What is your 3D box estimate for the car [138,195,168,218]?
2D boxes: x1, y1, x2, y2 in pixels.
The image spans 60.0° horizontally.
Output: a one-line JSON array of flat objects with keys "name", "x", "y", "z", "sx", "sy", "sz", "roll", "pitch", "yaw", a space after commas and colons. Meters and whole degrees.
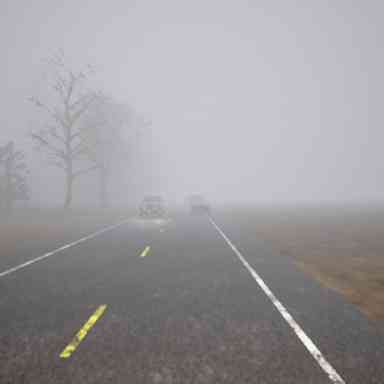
[{"name": "car", "x": -3.797, "y": 1.353, "z": 32.193, "sx": 2.150, "sy": 2.045, "sz": 5.566, "roll": 0, "pitch": 0, "yaw": -1}]

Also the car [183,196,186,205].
[{"name": "car", "x": -0.848, "y": 1.627, "z": 68.708, "sx": 2.097, "sy": 1.767, "sz": 4.553, "roll": 0, "pitch": 0, "yaw": -1}]

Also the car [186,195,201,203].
[{"name": "car", "x": 0.592, "y": 1.439, "z": 50.042, "sx": 2.150, "sy": 2.045, "sz": 5.566, "roll": 0, "pitch": 0, "yaw": -1}]

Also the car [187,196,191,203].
[{"name": "car", "x": 0.693, "y": 1.663, "z": 44.005, "sx": 1.882, "sy": 1.535, "sz": 5.008, "roll": 0, "pitch": 0, "yaw": -1}]

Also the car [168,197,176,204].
[{"name": "car", "x": -4.502, "y": 1.865, "z": 74.432, "sx": 1.994, "sy": 1.385, "sz": 4.181, "roll": 0, "pitch": 0, "yaw": -2}]

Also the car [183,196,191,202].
[{"name": "car", "x": -1.281, "y": 1.840, "z": 84.547, "sx": 2.128, "sy": 1.511, "sz": 4.902, "roll": 0, "pitch": 0, "yaw": -2}]

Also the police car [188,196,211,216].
[{"name": "police car", "x": 0.834, "y": 1.565, "z": 34.106, "sx": 1.930, "sy": 1.638, "sz": 5.238, "roll": 0, "pitch": 0, "yaw": -1}]
